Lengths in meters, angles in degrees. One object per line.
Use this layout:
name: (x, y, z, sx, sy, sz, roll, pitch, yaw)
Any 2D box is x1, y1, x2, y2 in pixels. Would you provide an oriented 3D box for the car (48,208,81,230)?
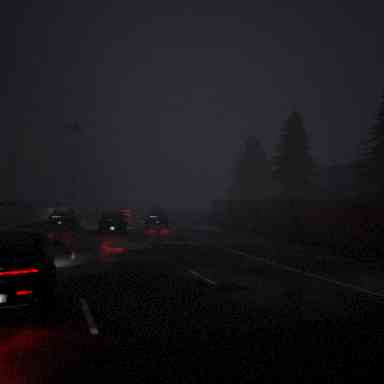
car: (-9.673, 1.987, 25.452, 2.128, 1.511, 4.902, 2, -2, -12)

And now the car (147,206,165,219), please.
car: (-4.630, 2.616, 43.867, 1.882, 1.535, 5.008, 1, -2, -1)

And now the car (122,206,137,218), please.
car: (-8.095, 2.492, 41.998, 2.128, 1.511, 4.902, 1, -2, -2)

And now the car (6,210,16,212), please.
car: (-17.879, 1.667, 30.597, 2.150, 2.045, 5.566, 2, -2, -8)

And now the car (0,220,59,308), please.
car: (-4.292, 1.638, 7.970, 1.837, 1.490, 4.892, 2, -2, -23)

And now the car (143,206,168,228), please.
car: (-3.174, 2.237, 28.723, 2.128, 1.511, 4.902, 2, -2, -11)

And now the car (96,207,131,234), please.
car: (-5.510, 2.033, 22.965, 1.837, 1.490, 4.892, 2, -1, -14)
